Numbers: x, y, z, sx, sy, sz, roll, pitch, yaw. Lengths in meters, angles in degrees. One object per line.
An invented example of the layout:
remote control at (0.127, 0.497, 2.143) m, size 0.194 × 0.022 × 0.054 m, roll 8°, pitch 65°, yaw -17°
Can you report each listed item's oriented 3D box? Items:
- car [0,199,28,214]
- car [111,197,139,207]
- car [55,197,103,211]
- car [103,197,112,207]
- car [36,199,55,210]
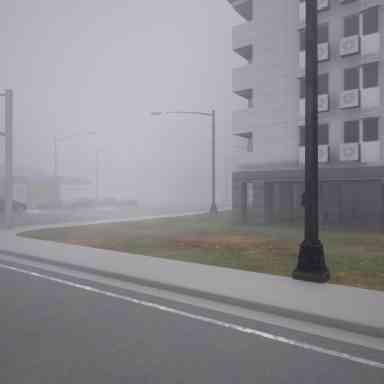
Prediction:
car at (-19.373, 1.478, 33.718) m, size 1.882 × 1.535 × 5.008 m, roll 0°, pitch 0°, yaw 36°
car at (-9.943, 1.601, 50.867) m, size 1.895 × 1.301 × 4.718 m, roll 0°, pitch 0°, yaw 16°
car at (-14.073, 1.492, 41.577) m, size 2.128 × 1.511 × 4.902 m, roll 0°, pitch 0°, yaw 30°
car at (-13.369, 1.478, 51.668) m, size 1.882 × 1.535 × 5.008 m, roll 0°, pitch 0°, yaw 16°
car at (-17.589, 1.564, 42.495) m, size 1.994 × 1.385 × 4.181 m, roll 0°, pitch 0°, yaw 31°
